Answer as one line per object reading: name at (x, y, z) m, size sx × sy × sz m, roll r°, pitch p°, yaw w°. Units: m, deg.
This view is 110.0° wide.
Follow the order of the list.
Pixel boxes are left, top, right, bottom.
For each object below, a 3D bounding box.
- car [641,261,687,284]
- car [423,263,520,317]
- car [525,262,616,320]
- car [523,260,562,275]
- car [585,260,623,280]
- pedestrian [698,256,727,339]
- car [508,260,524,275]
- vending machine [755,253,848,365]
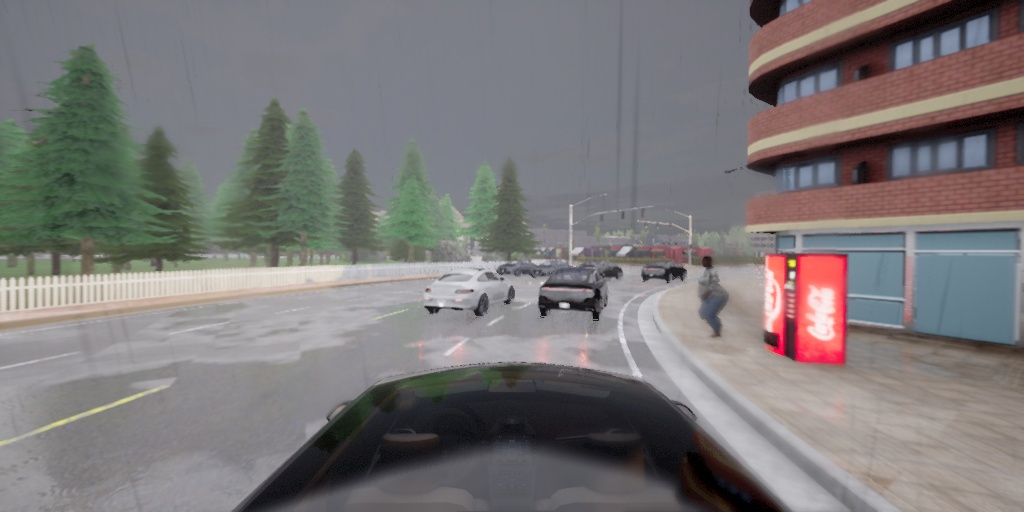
car at (10.892, 1.077, 25.587) m, size 2.128 × 1.511 × 4.902 m, roll 1°, pitch 1°, yaw 43°
car at (-1.353, 1.144, 12.557) m, size 1.812 × 1.442 × 4.674 m, roll 1°, pitch 1°, yaw 17°
car at (2.232, 1.146, 12.272) m, size 2.128 × 1.511 × 4.902 m, roll 1°, pitch 1°, yaw 19°
car at (3.166, 1.055, 28.155) m, size 1.994 × 1.385 × 4.181 m, roll 1°, pitch 1°, yaw 40°
car at (6.410, 1.030, 26.064) m, size 2.128 × 1.511 × 4.902 m, roll 1°, pitch 0°, yaw 39°
pedestrian at (4.376, 0.864, 7.869) m, size 0.375 × 1.860 × 0.375 m, roll 1°, pitch 1°, yaw 13°
car at (0.542, 1.006, 30.473) m, size 1.994 × 1.385 × 4.181 m, roll 1°, pitch 1°, yaw 40°
vending machine at (5.409, 0.940, 6.709) m, size 1.100 × 2.100 × 0.880 m, roll 0°, pitch 0°, yaw 12°
